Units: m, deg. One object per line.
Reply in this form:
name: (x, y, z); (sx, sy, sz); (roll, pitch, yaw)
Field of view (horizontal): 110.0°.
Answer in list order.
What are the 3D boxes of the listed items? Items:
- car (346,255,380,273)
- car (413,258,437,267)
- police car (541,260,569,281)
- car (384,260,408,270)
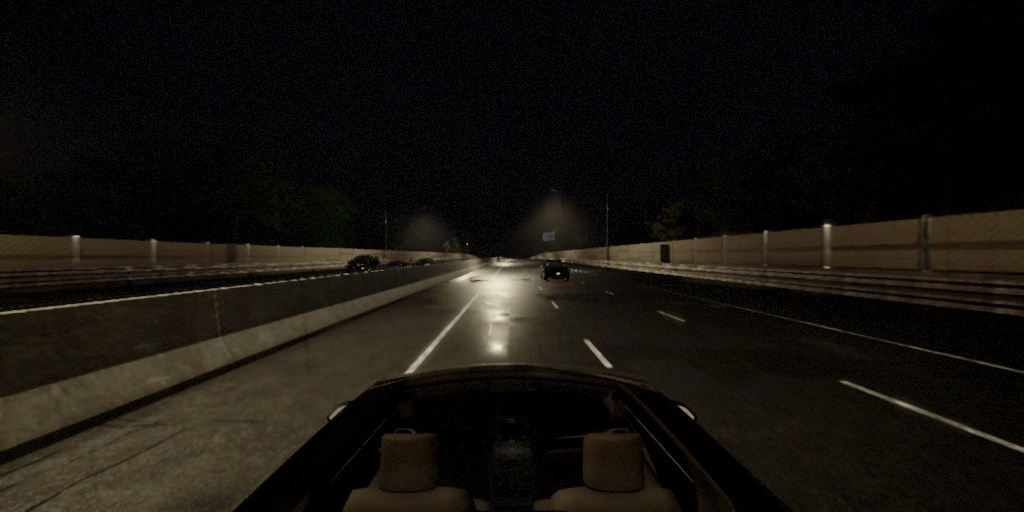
car: (-17.574, 0.919, 42.632); (2.150, 2.045, 5.566); (0, 0, 1)
car: (-10.564, 1.055, 43.907); (2.097, 1.767, 4.553); (0, 0, 0)
police car: (3.491, 1.160, 29.712); (1.930, 1.638, 5.238); (0, 0, 0)
car: (-14.066, 1.228, 43.737); (1.812, 1.442, 4.674); (0, 0, 0)
